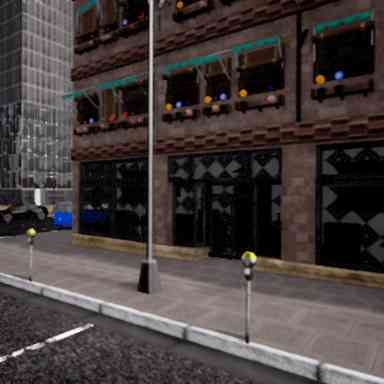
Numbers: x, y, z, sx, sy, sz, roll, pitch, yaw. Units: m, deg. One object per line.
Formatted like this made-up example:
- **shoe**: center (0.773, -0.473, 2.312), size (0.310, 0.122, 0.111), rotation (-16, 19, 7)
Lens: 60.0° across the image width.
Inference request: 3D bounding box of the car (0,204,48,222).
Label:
- **car**: center (-14.254, 1.674, 27.808), size (1.947, 1.339, 4.313), rotation (1, 0, 35)

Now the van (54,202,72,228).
- **van**: center (-7.429, 1.512, 22.941), size (1.690, 1.788, 3.998), rotation (1, 0, 35)
